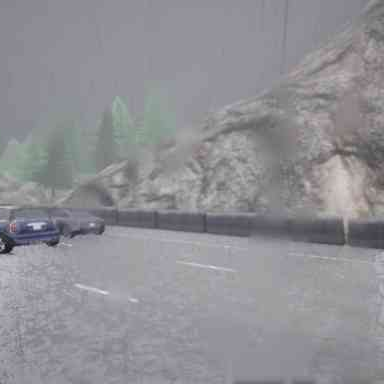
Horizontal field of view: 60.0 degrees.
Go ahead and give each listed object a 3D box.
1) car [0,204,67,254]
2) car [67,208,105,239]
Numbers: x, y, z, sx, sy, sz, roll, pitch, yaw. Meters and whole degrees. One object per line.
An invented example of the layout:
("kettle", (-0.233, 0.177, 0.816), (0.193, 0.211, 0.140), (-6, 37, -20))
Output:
("car", (-7.495, 1.334, 13.633), (4.553, 1.767, 2.097), (0, 0, 35))
("car", (-6.450, 1.544, 17.186), (4.181, 1.385, 1.994), (0, 0, 35))
